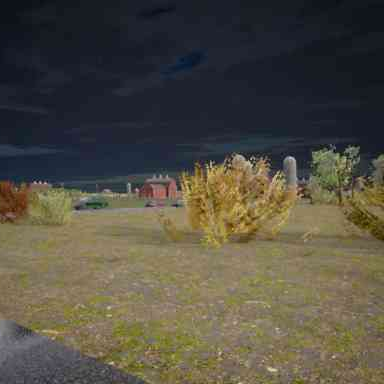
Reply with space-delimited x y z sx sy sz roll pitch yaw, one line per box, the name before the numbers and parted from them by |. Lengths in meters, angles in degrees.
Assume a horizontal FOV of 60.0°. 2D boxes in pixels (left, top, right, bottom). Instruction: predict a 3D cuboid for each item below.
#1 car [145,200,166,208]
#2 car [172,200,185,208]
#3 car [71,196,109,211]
car | -6.523 2.113 59.499 1.994 1.385 4.181 -1 -1 36
car | -1.389 2.078 60.477 2.033 1.411 5.357 -1 -1 36
car | -14.649 1.621 48.226 2.150 2.045 5.566 -1 -2 35
